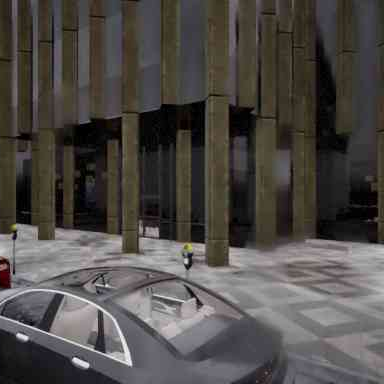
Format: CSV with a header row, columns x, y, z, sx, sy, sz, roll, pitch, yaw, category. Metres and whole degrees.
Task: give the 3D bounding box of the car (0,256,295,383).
x,y,z,sx,sy,sz,roll,pitch,yaw,category
-1.120,1.551,3.767,4.403,1.369,2.008,0,0,36,car
